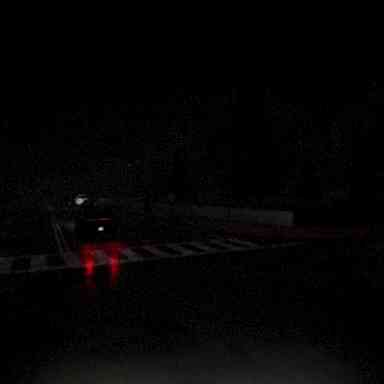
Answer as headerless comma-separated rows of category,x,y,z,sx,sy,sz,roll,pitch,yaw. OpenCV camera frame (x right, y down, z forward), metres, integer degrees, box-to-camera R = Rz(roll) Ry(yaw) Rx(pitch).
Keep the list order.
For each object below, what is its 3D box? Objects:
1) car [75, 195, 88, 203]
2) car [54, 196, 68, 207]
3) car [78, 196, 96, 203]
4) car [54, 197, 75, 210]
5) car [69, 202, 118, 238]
car,-19.447,1.483,58.722,2.150,2.045,5.566,-1,0,-24
car,-22.950,1.656,58.015,2.097,1.767,4.553,-1,0,-24
car,-15.145,1.750,48.996,2.033,1.411,5.357,-1,0,-24
car,-18.838,1.602,48.687,2.097,1.767,4.553,-1,0,-24
car,-5.335,1.563,18.220,2.128,1.511,4.902,-1,0,-23
